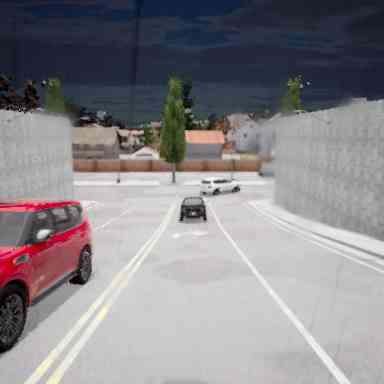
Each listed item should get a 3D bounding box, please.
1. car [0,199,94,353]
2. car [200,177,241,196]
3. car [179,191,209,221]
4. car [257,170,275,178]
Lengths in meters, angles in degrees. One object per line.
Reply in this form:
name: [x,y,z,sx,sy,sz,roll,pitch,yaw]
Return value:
car: [-3.599,1.193,6.432,2.150,2.045,5.566,0,0,0]
car: [3.526,-0.785,40.994,5.566,2.045,2.150,-8,11,-38]
car: [0.086,1.089,24.178,1.882,1.535,5.008,0,4,0]
car: [13.626,-3.165,57.478,4.718,1.301,1.895,0,10,-1]
